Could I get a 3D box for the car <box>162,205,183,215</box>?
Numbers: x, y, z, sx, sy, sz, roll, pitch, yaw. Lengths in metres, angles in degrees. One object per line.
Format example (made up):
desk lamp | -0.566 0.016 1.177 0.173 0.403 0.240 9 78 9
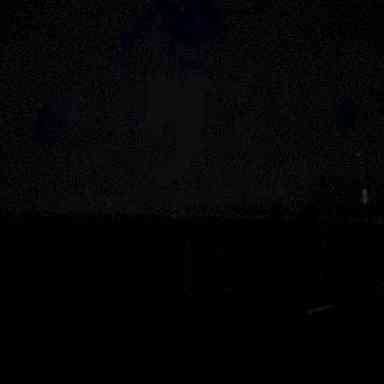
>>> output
car | -3.614 3.131 60.683 2.097 1.767 4.553 -3 0 -35
